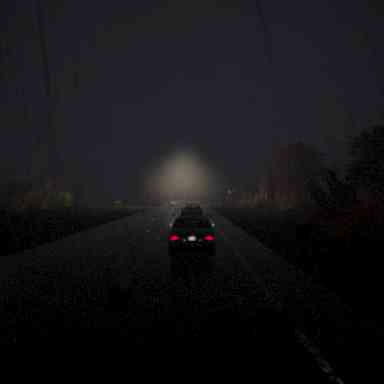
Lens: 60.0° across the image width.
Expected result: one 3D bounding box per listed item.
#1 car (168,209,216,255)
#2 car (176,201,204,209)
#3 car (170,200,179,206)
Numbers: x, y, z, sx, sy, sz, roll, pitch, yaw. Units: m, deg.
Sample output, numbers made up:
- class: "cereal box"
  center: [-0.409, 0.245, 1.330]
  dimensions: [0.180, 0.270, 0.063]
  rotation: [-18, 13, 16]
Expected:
- class: "car"
  center: [0.000, 1.684, 13.999]
  dimensions: [2.033, 1.411, 5.357]
  rotation: [0, -1, 0]
- class: "car"
  center: [0.001, 1.780, 29.306]
  dimensions: [2.128, 1.511, 4.902]
  rotation: [0, 0, 0]
- class: "car"
  center: [-3.570, 2.313, 70.980]
  dimensions: [1.895, 1.301, 4.718]
  rotation: [0, -1, 0]
